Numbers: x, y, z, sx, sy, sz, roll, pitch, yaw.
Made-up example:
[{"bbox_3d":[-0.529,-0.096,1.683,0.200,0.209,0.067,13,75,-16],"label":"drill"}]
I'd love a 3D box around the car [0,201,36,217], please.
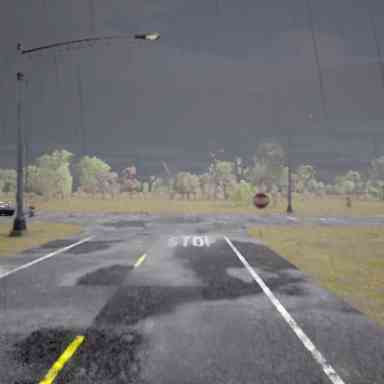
[{"bbox_3d":[-16.700,1.589,29.984,4.902,1.511,2.128,1,0,0],"label":"car"}]
